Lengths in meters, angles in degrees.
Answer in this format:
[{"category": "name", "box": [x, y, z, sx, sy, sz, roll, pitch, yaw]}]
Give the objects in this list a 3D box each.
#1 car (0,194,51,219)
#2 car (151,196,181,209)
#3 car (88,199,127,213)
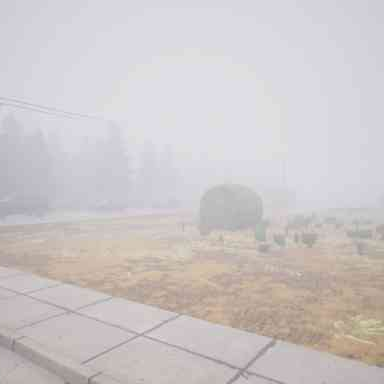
[{"category": "car", "box": [-15.476, 1.248, 29.693, 2.150, 2.045, 5.566, 0, 0, 36]}, {"category": "car", "box": [-3.559, 1.378, 45.816, 2.097, 1.767, 4.553, 0, 0, 37]}, {"category": "car", "box": [-9.526, 1.552, 37.740, 1.812, 1.442, 4.674, 0, 0, 37]}]
